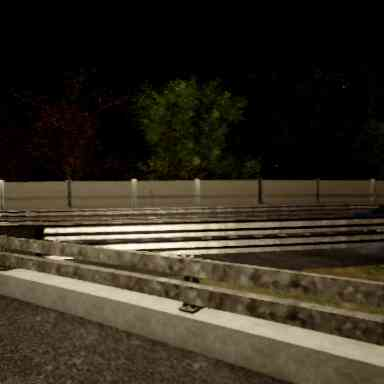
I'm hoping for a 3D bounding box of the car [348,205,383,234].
[{"bbox_3d":[9.975,1.330,16.226,5.008,1.535,1.882,-1,0,-12],"label":"car"}]
